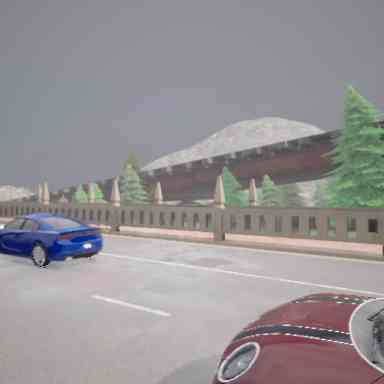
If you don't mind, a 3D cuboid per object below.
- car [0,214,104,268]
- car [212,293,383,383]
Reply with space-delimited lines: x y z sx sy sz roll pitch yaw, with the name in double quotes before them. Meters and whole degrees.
"car" -5.223 1.482 11.421 5.008 1.535 1.882 0 0 33
"car" 2.367 1.350 2.263 4.553 1.767 2.097 0 0 33
